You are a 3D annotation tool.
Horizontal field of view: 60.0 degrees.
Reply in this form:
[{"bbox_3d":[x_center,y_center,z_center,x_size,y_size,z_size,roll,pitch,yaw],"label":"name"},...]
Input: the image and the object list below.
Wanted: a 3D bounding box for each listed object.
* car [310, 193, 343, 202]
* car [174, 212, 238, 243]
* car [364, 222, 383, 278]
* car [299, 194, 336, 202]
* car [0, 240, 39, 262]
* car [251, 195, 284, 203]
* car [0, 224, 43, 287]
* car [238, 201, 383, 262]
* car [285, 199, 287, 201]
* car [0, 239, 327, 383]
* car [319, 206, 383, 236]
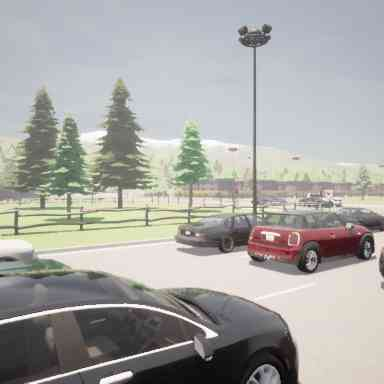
[{"bbox_3d":[20.086,1.221,50.693,2.150,2.045,5.566,0,0,-35],"label":"car"},{"bbox_3d":[1.890,1.547,13.678,5.357,1.411,2.033,0,0,-35],"label":"car"},{"bbox_3d":[6.482,1.526,8.356,4.674,1.442,1.812,0,0,-35],"label":"car"},{"bbox_3d":[17.687,1.505,48.011,1.837,1.490,4.892,0,0,-35],"label":"car"},{"bbox_3d":[-4.169,1.601,5.072,4.718,1.301,1.895,0,0,-35],"label":"car"},{"bbox_3d":[12.287,1.547,55.723,2.033,1.411,5.357,0,0,-35],"label":"car"},{"bbox_3d":[-6.268,1.601,7.877,4.718,1.301,1.895,0,0,-35],"label":"car"},{"bbox_3d":[3.996,1.352,10.882,4.553,1.767,2.097,0,0,-35],"label":"car"},{"bbox_3d":[14.580,1.352,58.561,2.097,1.767,4.553,0,0,-35],"label":"car"},{"bbox_3d":[-1.065,1.504,2.986,4.892,1.490,1.837,0,0,-35],"label":"car"},{"bbox_3d":[9.414,1.564,19.030,4.181,1.385,1.994,0,0,-35],"label":"car"}]
